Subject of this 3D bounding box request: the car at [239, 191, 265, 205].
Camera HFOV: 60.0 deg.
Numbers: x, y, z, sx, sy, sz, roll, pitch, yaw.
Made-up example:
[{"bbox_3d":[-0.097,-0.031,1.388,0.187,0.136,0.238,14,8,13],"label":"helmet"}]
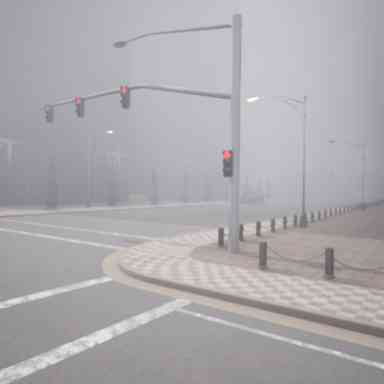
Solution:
[{"bbox_3d":[9.277,0.850,50.852,2.150,2.045,5.566,1,0,36],"label":"car"}]
